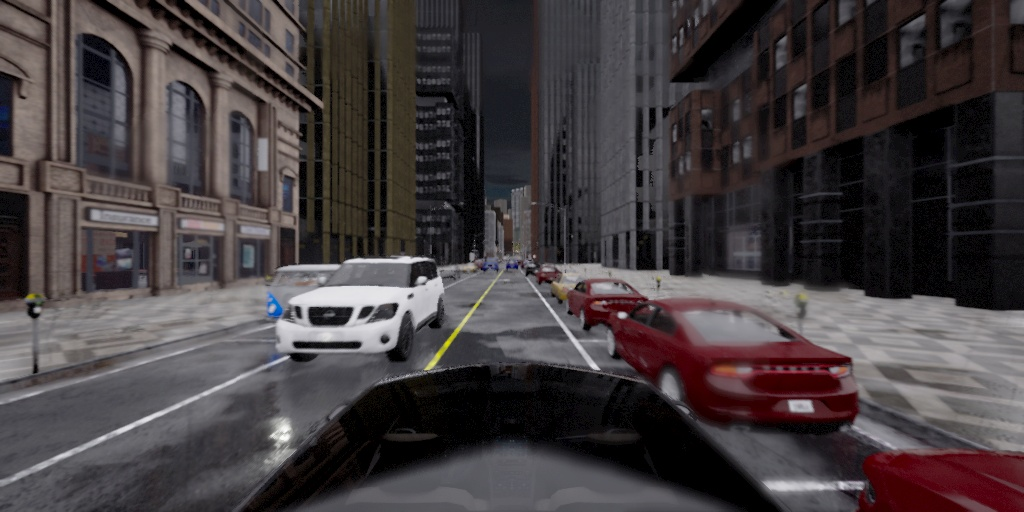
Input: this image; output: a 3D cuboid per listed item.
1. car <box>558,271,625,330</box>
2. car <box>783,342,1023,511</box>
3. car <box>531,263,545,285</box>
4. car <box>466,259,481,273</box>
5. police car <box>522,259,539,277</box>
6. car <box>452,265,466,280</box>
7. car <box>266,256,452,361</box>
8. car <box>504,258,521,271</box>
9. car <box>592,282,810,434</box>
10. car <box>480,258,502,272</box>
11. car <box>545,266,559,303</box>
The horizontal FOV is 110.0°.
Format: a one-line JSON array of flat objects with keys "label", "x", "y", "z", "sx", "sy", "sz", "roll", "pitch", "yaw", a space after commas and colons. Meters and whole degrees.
[{"label": "car", "x": 2.778, "y": 1.354, "z": 11.199, "sx": 1.888, "sy": 1.381, "sz": 4.507, "roll": 0, "pitch": 0, "yaw": 0}, {"label": "car", "x": 2.779, "y": 1.285, "z": 0.149, "sx": 1.888, "sy": 1.381, "sz": 4.507, "roll": 0, "pitch": 0, "yaw": 0}, {"label": "car", "x": 2.778, "y": 1.459, "z": 27.775, "sx": 1.888, "sy": 1.381, "sz": 4.507, "roll": 0, "pitch": 0, "yaw": 0}, {"label": "car", "x": -5.758, "y": 1.581, "z": 49.722, "sx": 1.751, "sy": 1.417, "sz": 4.829, "roll": 0, "pitch": 0, "yaw": 0}, {"label": "police car", "x": 2.373, "y": 1.409, "z": 38.882, "sx": 1.930, "sy": 1.638, "sz": 5.238, "roll": 0, "pitch": 0, "yaw": 0}, {"label": "car", "x": -5.764, "y": 1.501, "z": 33.318, "sx": 2.007, "sy": 1.370, "sz": 4.403, "roll": 0, "pitch": 0, "yaw": 0}, {"label": "car", "x": -3.087, "y": 1.016, "z": 8.743, "sx": 2.150, "sy": 2.045, "sz": 5.566, "roll": 0, "pitch": 0, "yaw": 0}, {"label": "car", "x": 0.019, "y": 1.605, "z": 59.366, "sx": 1.882, "sy": 1.535, "sz": 5.008, "roll": 0, "pitch": -1, "yaw": 0}, {"label": "car", "x": 2.779, "y": 1.320, "z": 5.674, "sx": 1.888, "sy": 1.381, "sz": 4.507, "roll": 0, "pitch": 0, "yaw": 0}, {"label": "car", "x": -3.051, "y": 1.293, "z": 52.635, "sx": 2.150, "sy": 2.045, "sz": 5.566, "roll": 0, "pitch": 0, "yaw": 1}, {"label": "car", "x": 2.778, "y": 1.370, "z": 16.894, "sx": 1.751, "sy": 1.417, "sz": 4.829, "roll": 0, "pitch": 0, "yaw": 0}]
